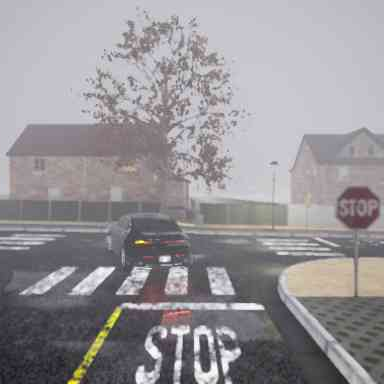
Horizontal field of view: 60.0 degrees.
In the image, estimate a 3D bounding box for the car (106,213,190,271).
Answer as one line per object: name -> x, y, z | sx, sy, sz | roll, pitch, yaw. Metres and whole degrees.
car -> -1.562, 1.439, 10.780 | 1.837, 1.490, 4.892 | 1, 0, -21
